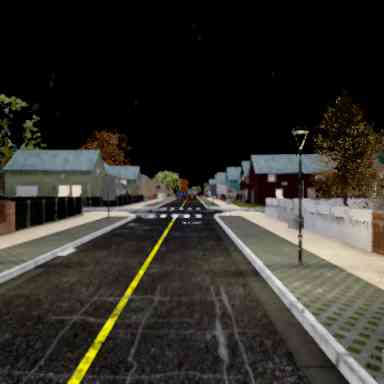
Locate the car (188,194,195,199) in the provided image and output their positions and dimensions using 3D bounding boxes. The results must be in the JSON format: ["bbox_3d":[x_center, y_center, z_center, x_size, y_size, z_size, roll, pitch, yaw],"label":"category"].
[{"bbox_3d":[-0.013,1.129,89.056,1.812,1.442,4.674,0,0,0],"label":"car"}]

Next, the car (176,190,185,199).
[{"bbox_3d":[-2.762,0.600,83.195,2.150,2.045,5.566,0,0,0],"label":"car"}]

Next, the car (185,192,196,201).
[{"bbox_3d":[-0.012,1.101,79.021,2.097,1.767,4.553,0,0,0],"label":"car"}]
